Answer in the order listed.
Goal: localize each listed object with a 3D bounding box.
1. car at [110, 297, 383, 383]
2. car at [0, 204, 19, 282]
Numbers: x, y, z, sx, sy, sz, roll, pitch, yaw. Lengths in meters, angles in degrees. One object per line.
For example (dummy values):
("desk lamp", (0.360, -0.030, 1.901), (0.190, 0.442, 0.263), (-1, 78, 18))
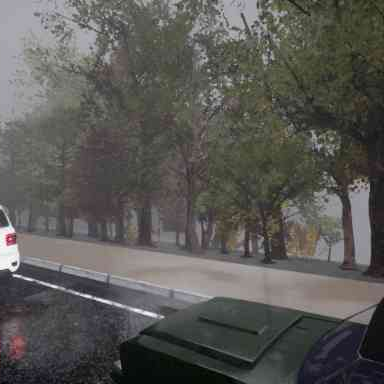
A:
("car", (1.563, 1.601, 2.569), (4.718, 1.301, 1.895), (0, 0, 36))
("car", (-6.603, 1.224, 8.410), (5.566, 2.045, 2.150), (0, 0, 35))
